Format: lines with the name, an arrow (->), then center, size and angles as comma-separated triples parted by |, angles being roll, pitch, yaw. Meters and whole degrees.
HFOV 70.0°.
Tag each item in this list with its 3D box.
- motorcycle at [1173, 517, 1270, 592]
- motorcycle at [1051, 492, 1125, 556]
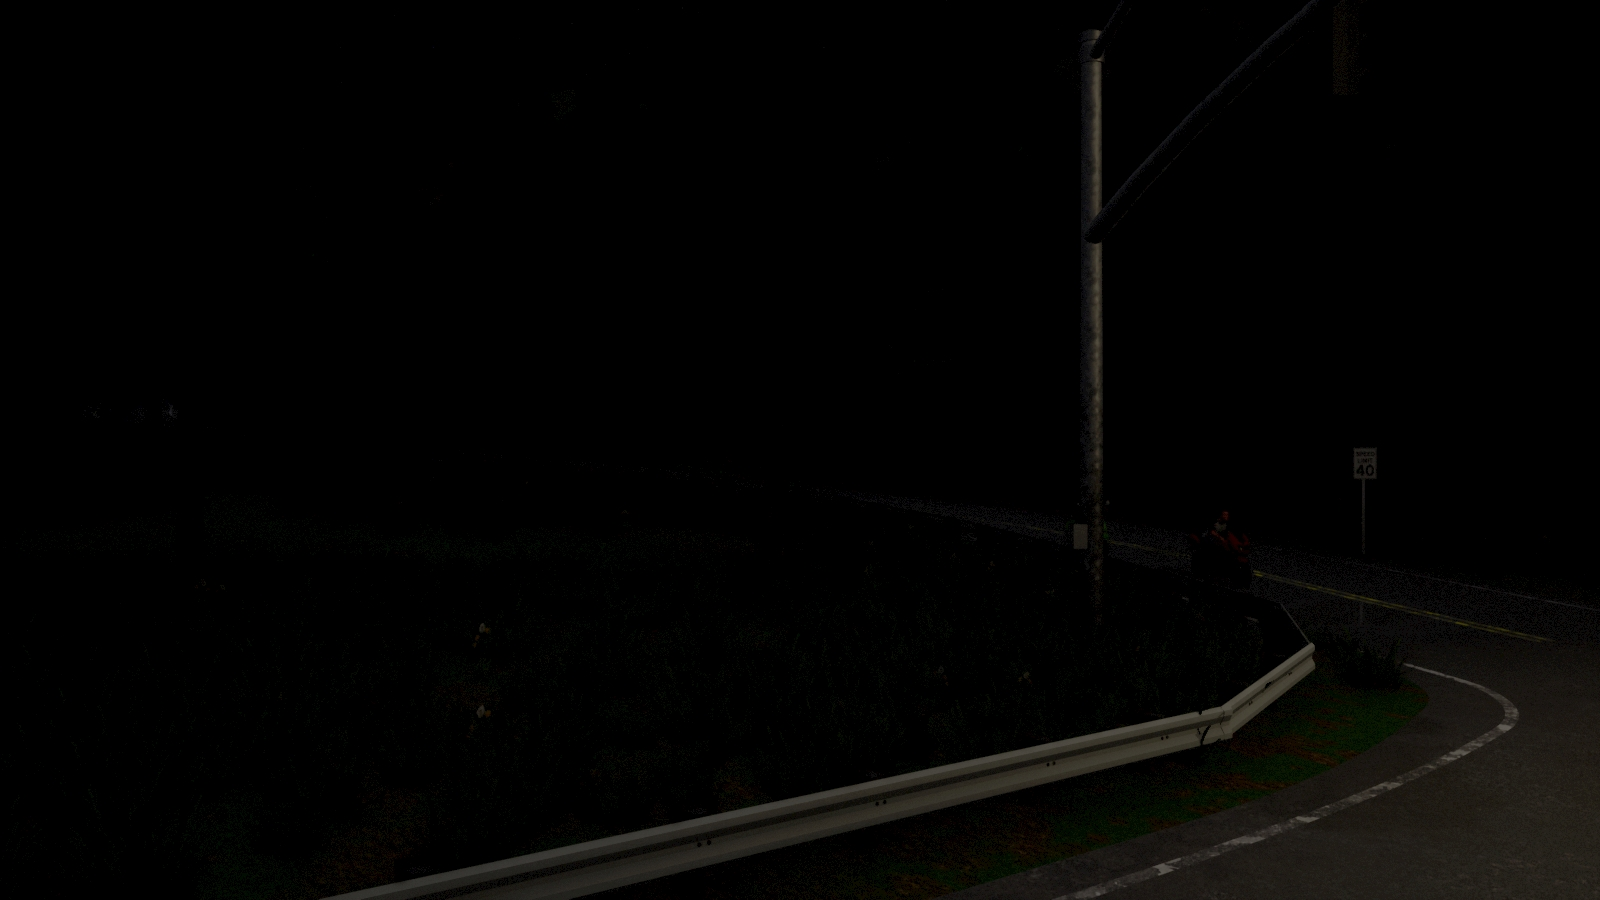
motorcycle -> 8.193, 2.009, 22.314 | 0.803, 1.199, 2.033 | 0, 2, -12
motorcycle -> 6.887, 1.755, 27.418 | 0.856, 1.316, 1.805 | 0, 3, -18
